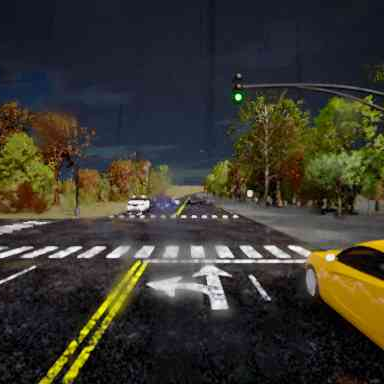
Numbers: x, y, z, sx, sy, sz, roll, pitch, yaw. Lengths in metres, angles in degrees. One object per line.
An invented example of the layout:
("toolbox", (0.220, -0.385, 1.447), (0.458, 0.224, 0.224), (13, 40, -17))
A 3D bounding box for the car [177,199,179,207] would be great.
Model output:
("car", (-3.378, 1.956, 50.321), (1.895, 1.301, 4.718), (0, 0, 0))

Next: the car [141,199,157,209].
("car", (-6.630, 1.845, 51.910), (1.882, 1.535, 5.008), (0, -1, 0))

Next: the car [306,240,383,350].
("car", (3.362, 1.481, 5.180), (1.882, 1.535, 5.008), (0, 0, 0))

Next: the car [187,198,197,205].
("car", (-0.003, 2.067, 71.697), (1.994, 1.385, 4.181), (0, 0, 0))

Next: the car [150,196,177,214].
("car", (-3.376, 1.507, 40.560), (2.150, 2.045, 5.566), (0, 0, 0))

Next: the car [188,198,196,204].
("car", (-0.051, 2.176, 81.519), (1.895, 1.301, 4.718), (0, 0, 0))

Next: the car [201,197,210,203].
("car", (3.198, 2.025, 81.178), (2.033, 1.411, 5.357), (0, 0, 0))

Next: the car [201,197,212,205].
("car", (3.228, 2.000, 71.022), (2.128, 1.511, 4.902), (0, 0, 0))

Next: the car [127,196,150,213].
("car", (-6.627, 1.515, 41.549), (2.150, 2.045, 5.566), (0, -1, 0))
